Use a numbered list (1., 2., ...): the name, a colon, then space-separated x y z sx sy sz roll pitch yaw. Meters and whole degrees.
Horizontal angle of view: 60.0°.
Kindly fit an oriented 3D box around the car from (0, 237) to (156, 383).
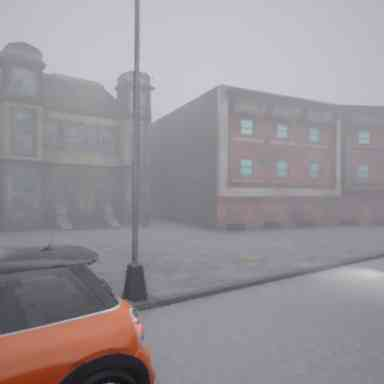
1. car: -2.652 1.348 2.686 4.553 1.767 2.097 1 0 -35
